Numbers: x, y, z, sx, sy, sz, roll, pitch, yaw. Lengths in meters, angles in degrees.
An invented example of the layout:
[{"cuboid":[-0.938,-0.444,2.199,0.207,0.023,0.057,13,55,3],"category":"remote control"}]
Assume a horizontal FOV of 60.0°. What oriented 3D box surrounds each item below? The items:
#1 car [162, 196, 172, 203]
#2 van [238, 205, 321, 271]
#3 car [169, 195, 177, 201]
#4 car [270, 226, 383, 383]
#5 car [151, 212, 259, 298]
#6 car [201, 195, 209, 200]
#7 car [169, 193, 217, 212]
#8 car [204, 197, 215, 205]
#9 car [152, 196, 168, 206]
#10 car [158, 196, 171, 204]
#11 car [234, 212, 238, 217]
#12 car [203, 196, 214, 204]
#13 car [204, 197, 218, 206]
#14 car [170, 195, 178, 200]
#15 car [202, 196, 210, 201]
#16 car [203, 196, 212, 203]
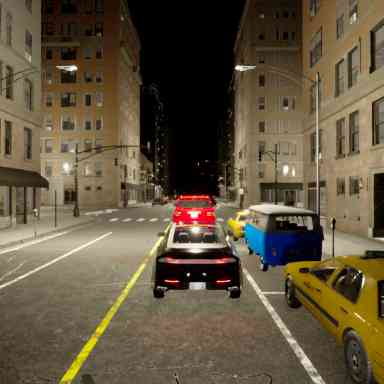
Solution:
[{"cuboid":[-5.257,1.548,70.581,1.887,1.381,4.507,1,0,1],"category":"car"},{"cuboid":[2.687,1.343,10.545,1.690,1.788,3.998,1,0,0],"category":"van"},{"cuboid":[-5.032,1.525,86.997,1.752,1.417,4.829,1,0,1],"category":"car"},{"cuboid":[2.680,1.526,5.041,1.752,1.417,4.829,1,0,0],"category":"car"},{"cuboid":[0.106,1.493,8.474,2.128,1.511,4.902,0,0,0],"category":"car"},{"cuboid":[3.571,1.548,92.593,2.008,1.369,4.403,1,0,1],"category":"car"},{"cuboid":[0.117,1.225,18.660,2.150,2.045,5.566,0,0,0],"category":"car"},{"cuboid":[3.116,1.548,59.412,1.887,1.381,4.507,1,0,1],"category":"car"},{"cuboid":[-5.485,1.587,53.995,1.802,1.307,4.206,1,0,1],"category":"car"},{"cuboid":[-5.333,1.555,65.052,2.008,1.369,4.403,1,0,1],"category":"car"},{"cuboid":[2.691,1.528,16.388,1.752,1.417,4.829,1,0,0],"category":"car"},{"cuboid":[3.192,1.554,64.942,2.008,1.369,4.403,1,0,1],"category":"car"},{"cuboid":[3.040,1.570,53.882,1.947,1.339,4.313,1,0,1],"category":"car"},{"cuboid":[-4.954,1.564,92.696,1.947,1.339,4.313,1,0,1],"category":"car"},{"cuboid":[3.419,1.566,81.533,1.947,1.339,4.313,1,0,1],"category":"car"},{"cuboid":[3.268,1.547,70.472,1.887,1.381,4.507,1,0,1],"category":"car"}]
